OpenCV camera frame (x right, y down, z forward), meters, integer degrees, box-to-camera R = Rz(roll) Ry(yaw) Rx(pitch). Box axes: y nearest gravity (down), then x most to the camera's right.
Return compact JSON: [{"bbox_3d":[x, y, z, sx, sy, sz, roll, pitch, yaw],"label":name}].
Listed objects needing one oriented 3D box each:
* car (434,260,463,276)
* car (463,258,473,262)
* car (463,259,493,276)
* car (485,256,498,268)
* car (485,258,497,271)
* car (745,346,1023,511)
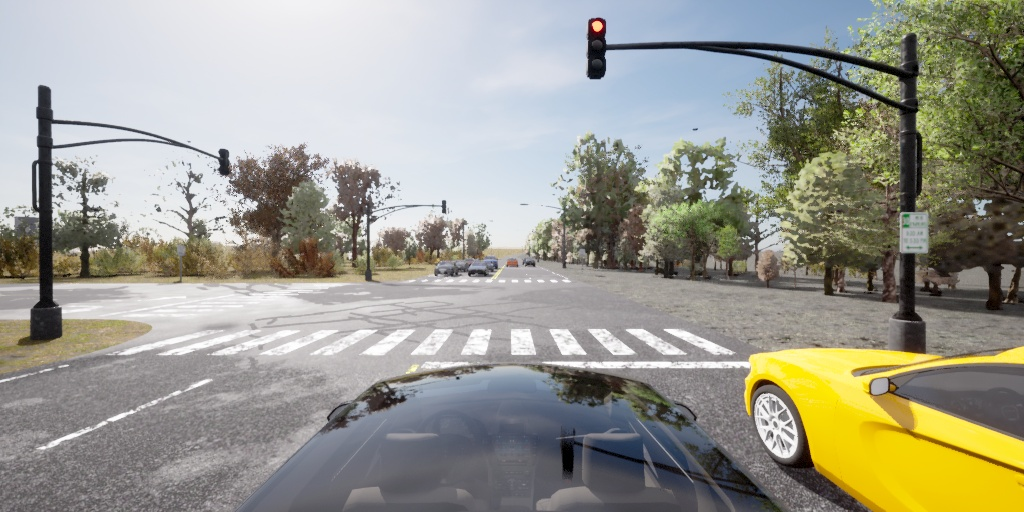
[{"bbox_3d":[-6.600,1.241,36.443,2.128,1.511,4.902,0,0,0],"label":"car"},{"bbox_3d":[-6.599,1.241,45.730,2.128,1.511,4.902,0,0,0],"label":"car"},{"bbox_3d":[-3.352,1.297,36.666,2.033,1.411,5.357,0,0,0],"label":"car"},{"bbox_3d":[-3.344,0.973,56.271,2.150,2.045,5.566,0,0,0],"label":"car"},{"bbox_3d":[-3.349,1.314,45.901,1.994,1.385,4.181,0,0,0],"label":"car"},{"bbox_3d":[3.363,1.195,1.727,1.882,1.535,5.008,0,1,0],"label":"car"}]
